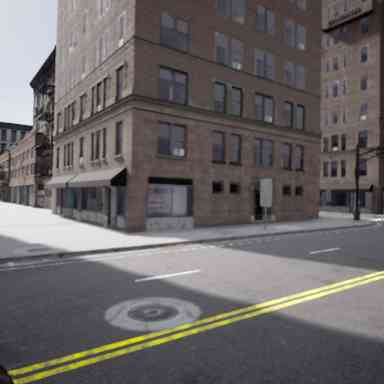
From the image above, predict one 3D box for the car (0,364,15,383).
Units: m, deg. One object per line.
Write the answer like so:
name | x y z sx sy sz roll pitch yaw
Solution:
car | -3.335 1.458 1.060 5.008 1.535 1.882 1 0 -36
